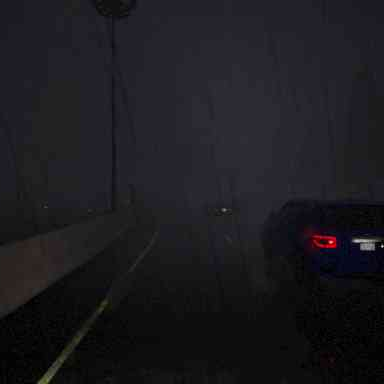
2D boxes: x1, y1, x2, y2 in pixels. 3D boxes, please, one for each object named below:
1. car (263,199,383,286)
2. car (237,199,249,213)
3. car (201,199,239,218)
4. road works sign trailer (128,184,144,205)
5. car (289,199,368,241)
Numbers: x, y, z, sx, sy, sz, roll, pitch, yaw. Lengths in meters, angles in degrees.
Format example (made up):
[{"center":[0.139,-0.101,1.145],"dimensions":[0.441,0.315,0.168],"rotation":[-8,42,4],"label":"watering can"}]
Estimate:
[{"center":[3.590,1.210,9.503],"dimensions":[2.150,2.045,5.566],"rotation":[0,0,0],"label":"car"},{"center":[4.512,1.450,35.554],"dimensions":[2.128,1.511,4.902],"rotation":[0,0,-12],"label":"car"},{"center":[2.152,1.513,29.494],"dimensions":[2.033,1.411,5.357],"rotation":[0,0,-9],"label":"car"},{"center":[-9.768,0.397,56.726],"dimensions":[2.380,3.560,2.880],"rotation":[0,0,-28],"label":"road works sign trailer"},{"center":[6.863,1.332,17.385],"dimensions":[2.097,1.767,4.553],"rotation":[0,0,-2],"label":"car"}]
